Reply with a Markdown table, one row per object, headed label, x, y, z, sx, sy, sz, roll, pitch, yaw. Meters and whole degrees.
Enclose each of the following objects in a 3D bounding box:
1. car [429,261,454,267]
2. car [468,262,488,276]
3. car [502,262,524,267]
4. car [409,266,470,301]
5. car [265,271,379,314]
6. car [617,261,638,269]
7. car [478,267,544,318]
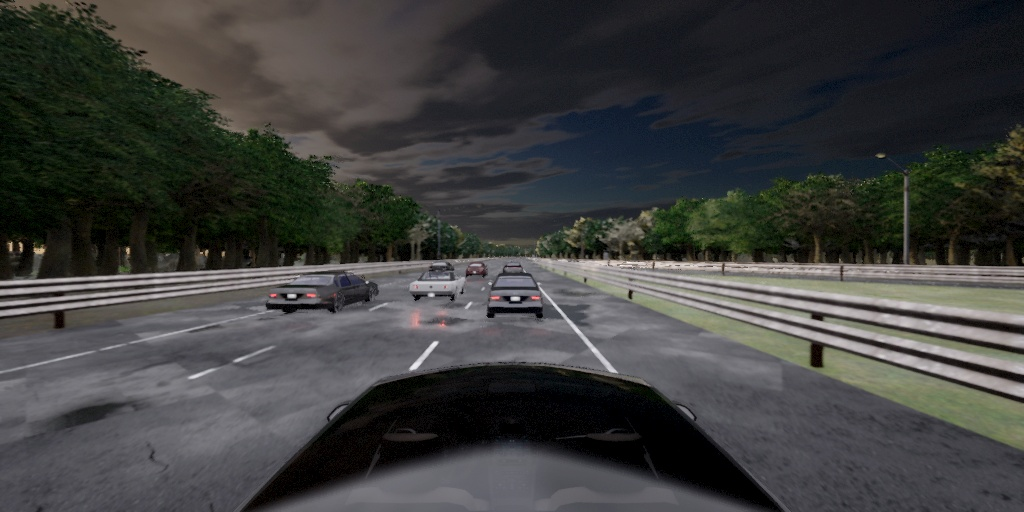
| label | x | y | z | sx | sy | sz | roll | pitch | yaw |
| --- | --- | --- | --- | --- | --- | --- | --- | --- | --- |
| car | -6.911 | 1.261 | 35.527 | 1.882 | 1.535 | 5.008 | 0 | 0 | 0 |
| car | -3.410 | 1.306 | 35.076 | 1.812 | 1.442 | 4.674 | 0 | 0 | 0 |
| car | 0.091 | 1.270 | 33.844 | 2.128 | 1.511 | 4.902 | 0 | 0 | 0 |
| car | -3.411 | 1.357 | 17.376 | 1.895 | 1.301 | 4.718 | 0 | 0 | 0 |
| car | -6.902 | 1.297 | 13.750 | 2.033 | 1.411 | 5.357 | 0 | 0 | 0 |
| car | 19.770 | 1.514 | 61.404 | 1.812 | 1.442 | 4.674 | 0 | 0 | -19 |
| car | 0.097 | 1.301 | 13.020 | 2.033 | 1.411 | 5.357 | 0 | 0 | 0 |
